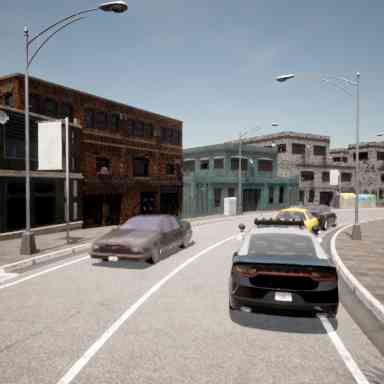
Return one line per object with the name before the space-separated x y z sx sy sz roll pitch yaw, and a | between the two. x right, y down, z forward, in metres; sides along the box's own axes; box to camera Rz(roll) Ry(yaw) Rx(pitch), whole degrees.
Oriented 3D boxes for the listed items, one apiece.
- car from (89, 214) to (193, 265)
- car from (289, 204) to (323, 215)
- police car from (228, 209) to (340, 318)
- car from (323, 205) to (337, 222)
car | -1.481 1.526 12.102 2.033 1.411 5.357 0 0 17
car | 5.186 1.471 16.560 1.801 1.575 5.366 1 0 26
police car | 2.003 1.428 7.706 1.930 1.638 5.238 0 0 13
car | 7.923 1.536 21.234 1.837 1.490 4.892 1 0 34
